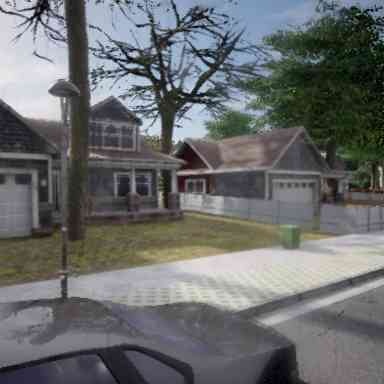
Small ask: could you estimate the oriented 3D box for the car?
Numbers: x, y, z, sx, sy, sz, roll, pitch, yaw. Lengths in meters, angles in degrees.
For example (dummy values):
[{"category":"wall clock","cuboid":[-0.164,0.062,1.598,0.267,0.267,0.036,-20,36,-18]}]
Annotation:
[{"category":"car","cuboid":[-1.529,1.550,1.998,5.357,1.411,2.033,0,0,-36]}]
